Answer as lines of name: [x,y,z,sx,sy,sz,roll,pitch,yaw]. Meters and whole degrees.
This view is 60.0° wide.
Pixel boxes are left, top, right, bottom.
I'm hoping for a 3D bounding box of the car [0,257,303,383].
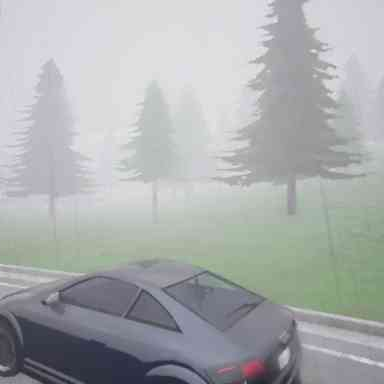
car: [-0.794,1.589,4.287,4.181,1.385,1.994,-1,0,32]
